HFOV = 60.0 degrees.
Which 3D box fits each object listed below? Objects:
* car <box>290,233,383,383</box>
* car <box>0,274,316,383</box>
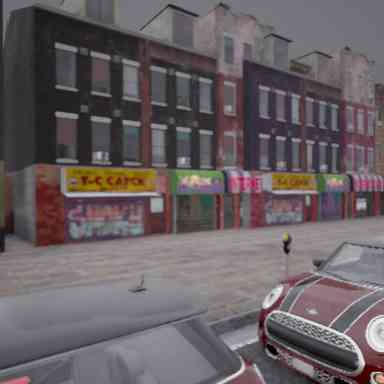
[{"bbox_3d":[2.855,1.402,4.856,4.097,1.590,1.967,-1,0,-35],"label":"car"},{"bbox_3d":[-1.438,1.442,1.797,4.097,1.590,1.967,-1,0,-35],"label":"car"}]
